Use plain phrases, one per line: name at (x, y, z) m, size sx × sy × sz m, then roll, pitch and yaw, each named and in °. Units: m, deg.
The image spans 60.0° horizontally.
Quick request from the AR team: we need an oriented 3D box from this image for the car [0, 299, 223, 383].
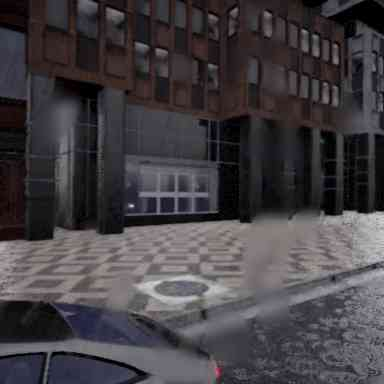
car at (-1.745, 1.567, 2.115) m, size 4.181 × 1.385 × 1.994 m, roll 0°, pitch 0°, yaw -35°
